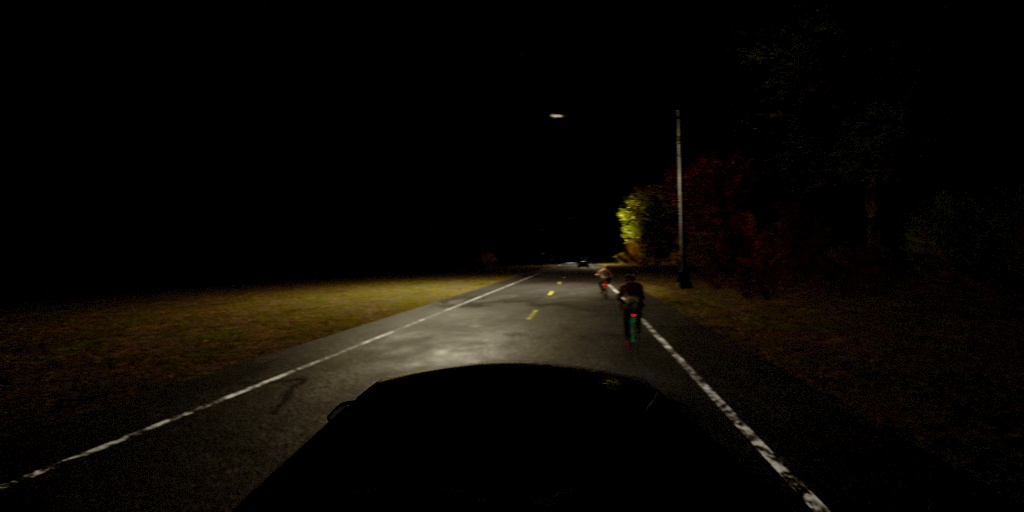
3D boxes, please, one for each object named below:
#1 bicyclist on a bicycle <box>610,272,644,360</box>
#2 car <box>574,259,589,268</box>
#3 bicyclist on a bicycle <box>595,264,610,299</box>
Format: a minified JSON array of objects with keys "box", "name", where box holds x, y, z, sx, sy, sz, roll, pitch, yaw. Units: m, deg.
[{"box":[2.439,1.174,7.294,0.582,1.620,1.656,-1,-1,11],"name":"bicyclist on a bicycle"},{"box":[12.008,1.308,60.359,2.033,1.411,5.357,-1,0,12],"name":"car"},{"box":[4.374,1.160,16.944,0.866,1.612,1.509,-1,0,11],"name":"bicyclist on a bicycle"}]
